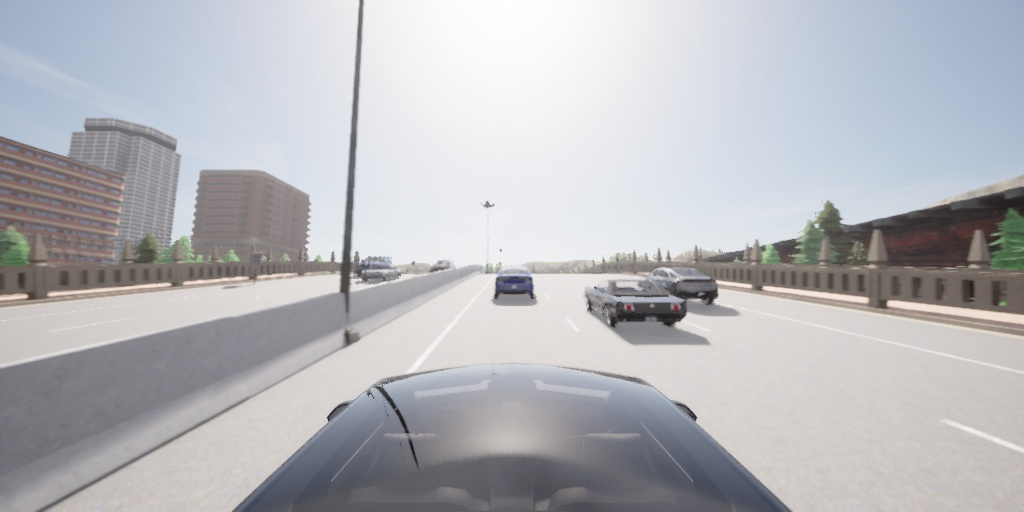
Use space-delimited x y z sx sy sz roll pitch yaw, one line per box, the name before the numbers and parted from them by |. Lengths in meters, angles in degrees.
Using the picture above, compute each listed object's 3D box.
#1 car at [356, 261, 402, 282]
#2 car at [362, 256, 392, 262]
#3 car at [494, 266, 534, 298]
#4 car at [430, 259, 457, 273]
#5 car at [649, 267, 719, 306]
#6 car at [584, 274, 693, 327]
car | -10.586 1.354 29.361 1.895 1.301 4.718 0 0 0
car | -14.068 1.007 37.240 2.150 2.045 5.566 0 -1 0
car | 0.103 1.230 18.483 1.882 1.535 5.008 0 0 0
car | -7.067 1.135 37.244 2.097 1.767 4.553 0 -1 0
car | 7.102 1.243 15.907 2.128 1.511 4.902 0 0 0
car | 3.601 1.352 11.493 1.895 1.301 4.718 0 0 0
